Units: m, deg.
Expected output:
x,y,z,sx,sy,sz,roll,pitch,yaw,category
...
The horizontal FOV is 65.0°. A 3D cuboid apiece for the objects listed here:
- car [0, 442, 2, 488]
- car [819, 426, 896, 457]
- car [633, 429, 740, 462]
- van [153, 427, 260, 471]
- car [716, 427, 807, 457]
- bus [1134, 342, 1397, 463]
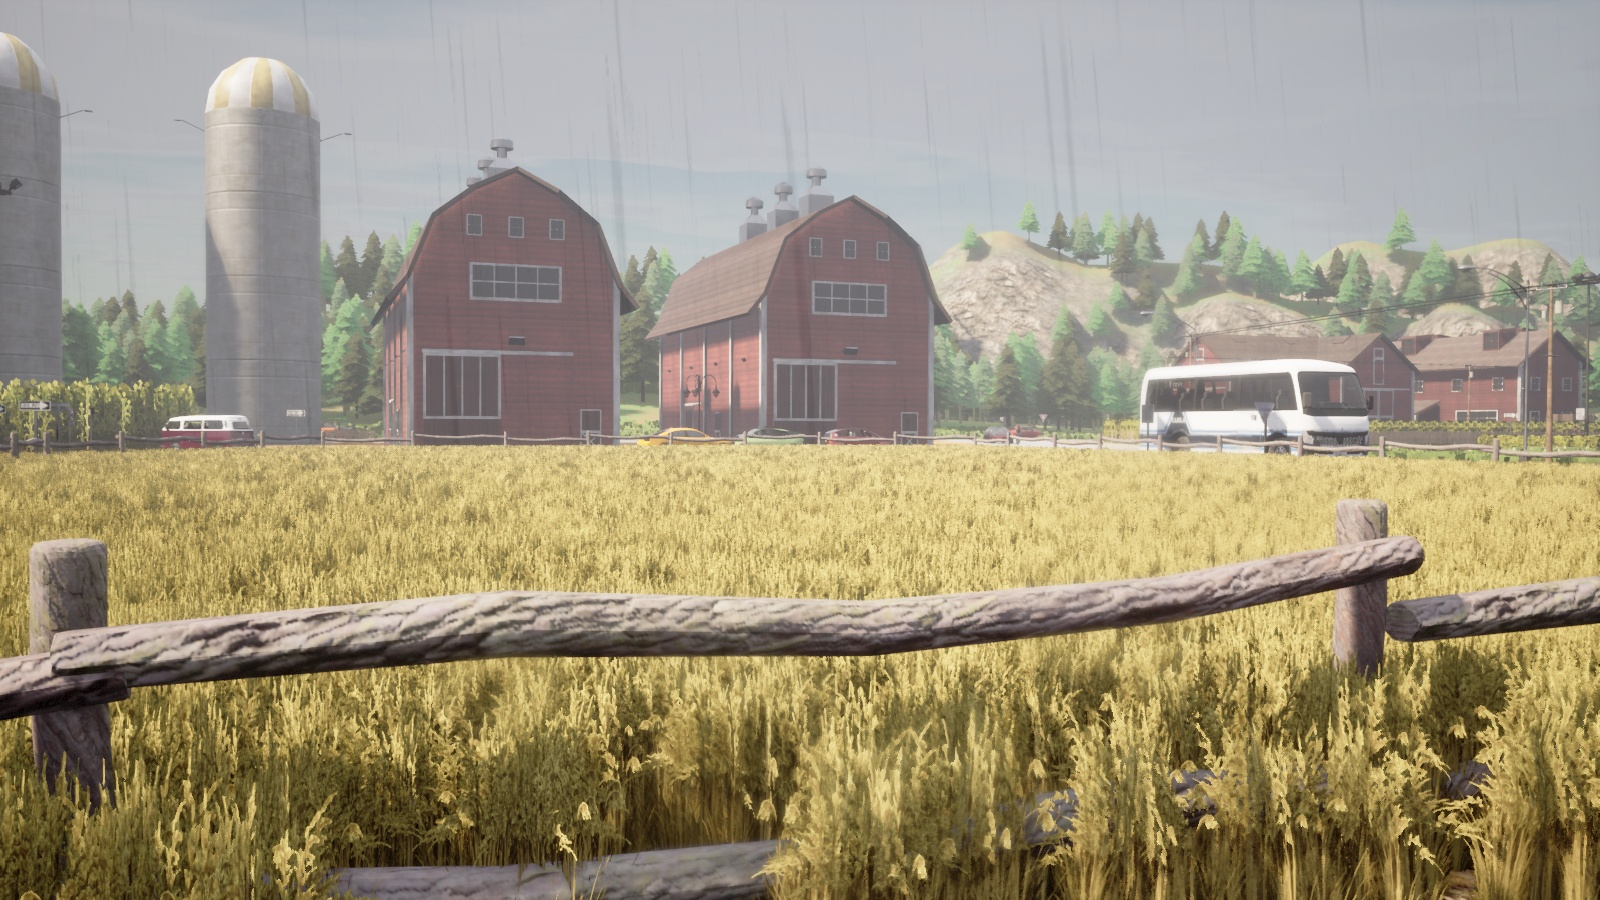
x,y,z,sx,sy,sz,roll,pitch,yaw,category
-26.744,0.553,39.080,2.007,1.525,4.514,-1,1,-16,car
3.049,-0.463,66.634,3.705,1.549,1.789,-1,1,-16,car
-5.693,-0.243,63.112,5.008,1.535,1.882,-1,1,-24,car
-28.760,-0.046,60.873,4.480,2.038,2.069,-1,1,18,van
-2.123,-0.439,68.516,4.514,1.525,2.007,-1,1,-21,car
18.037,-1.766,49.780,3.944,4.253,10.273,-1,1,-21,bus
